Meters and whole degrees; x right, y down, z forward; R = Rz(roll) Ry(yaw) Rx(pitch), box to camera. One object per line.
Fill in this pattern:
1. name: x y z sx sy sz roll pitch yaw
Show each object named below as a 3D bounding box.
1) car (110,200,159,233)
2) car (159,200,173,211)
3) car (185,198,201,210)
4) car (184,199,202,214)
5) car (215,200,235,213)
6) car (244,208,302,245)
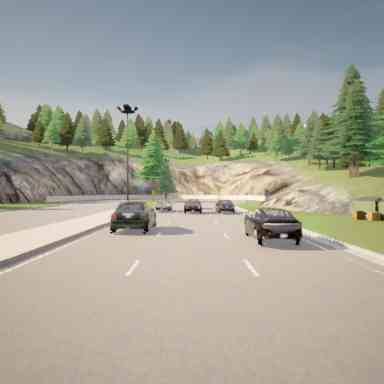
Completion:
1. car: -3.399 1.352 19.897 2.097 1.767 4.553 0 0 0
2. car: -3.383 1.601 39.941 1.895 1.301 4.718 0 0 0
3. car: 0.188 1.564 44.509 1.994 1.385 4.181 0 0 2
4. car: 0.099 1.601 35.747 1.895 1.301 4.718 0 0 0
5. car: 3.601 1.548 36.697 2.033 1.411 5.357 0 0 0
6. car: 3.600 1.491 15.446 2.128 1.511 4.902 0 0 0
